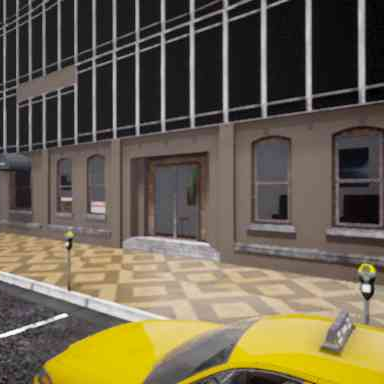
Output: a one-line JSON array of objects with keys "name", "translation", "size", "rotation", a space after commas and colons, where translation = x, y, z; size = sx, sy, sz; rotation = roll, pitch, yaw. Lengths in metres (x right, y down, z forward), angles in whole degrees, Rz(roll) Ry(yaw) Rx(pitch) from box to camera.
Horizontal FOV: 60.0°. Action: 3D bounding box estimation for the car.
[{"name": "car", "translation": [0.749, 1.528, 2.339], "size": [4.829, 1.417, 1.752], "rotation": [0, 0, 36]}]
